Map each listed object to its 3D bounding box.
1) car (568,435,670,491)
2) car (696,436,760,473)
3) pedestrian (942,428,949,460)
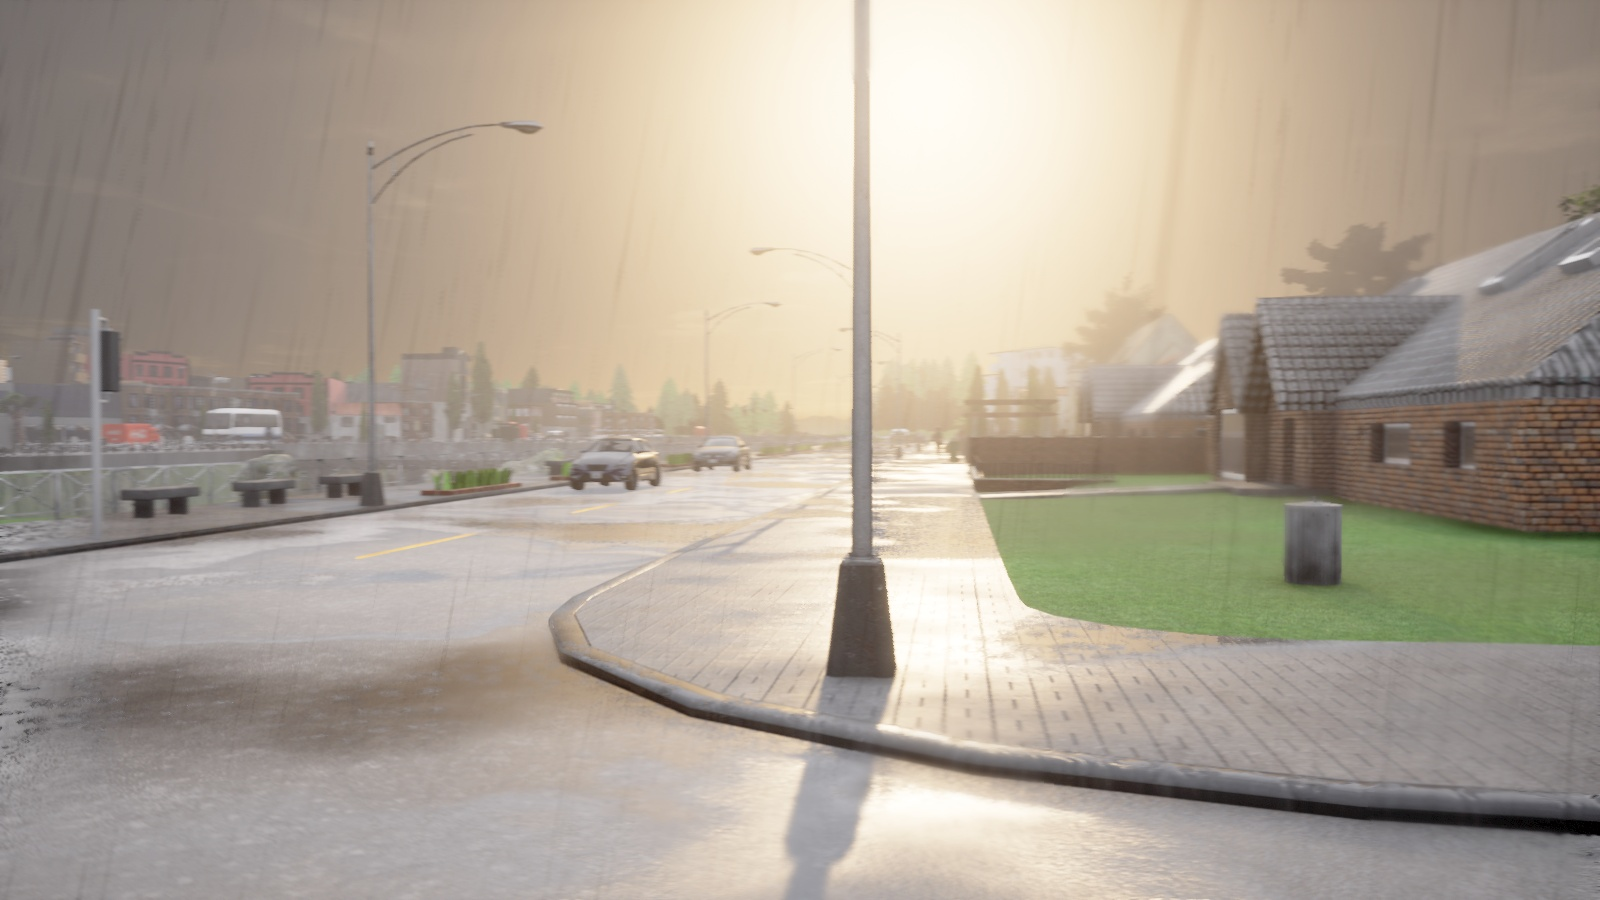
[{"bbox_3d":[-5.074,0.331,35.777,1.816,1.474,4.193,0,1,7],"label":"car"},{"bbox_3d":[-2.926,0.136,52.265,1.812,1.442,4.674,0,1,7],"label":"car"},{"bbox_3d":[8.229,-0.360,70.989,0.328,1.805,0.869,0,1,6],"label":"pedestrian"}]
